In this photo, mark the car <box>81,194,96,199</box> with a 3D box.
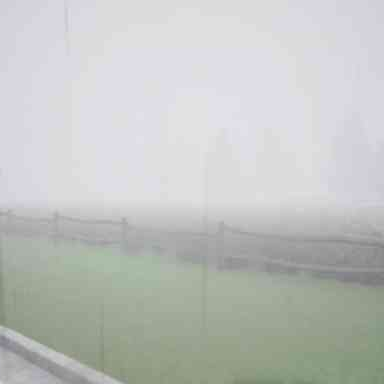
[{"bbox_3d":[-26.424,1.270,84.870,4.605,1.855,1.932,0,0,35],"label":"car"}]
